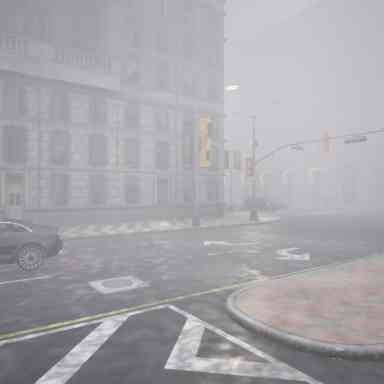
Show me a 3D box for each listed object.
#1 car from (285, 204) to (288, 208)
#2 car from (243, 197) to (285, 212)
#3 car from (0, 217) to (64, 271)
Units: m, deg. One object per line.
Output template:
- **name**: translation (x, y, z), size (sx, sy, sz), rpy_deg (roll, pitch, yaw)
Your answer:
- **car**: translation (9.765, 1.548, 43.164), size (2.033, 1.411, 5.357), rpy_deg (0, 0, -36)
- **car**: translation (8.152, 1.352, 39.403), size (2.097, 1.767, 4.553), rpy_deg (0, 0, -36)
- **car**: translation (-6.229, 1.491, 9.380), size (4.902, 1.511, 2.128), rpy_deg (0, 0, -35)
